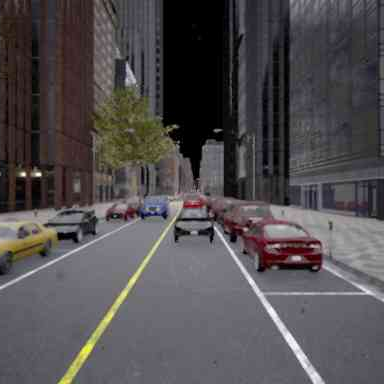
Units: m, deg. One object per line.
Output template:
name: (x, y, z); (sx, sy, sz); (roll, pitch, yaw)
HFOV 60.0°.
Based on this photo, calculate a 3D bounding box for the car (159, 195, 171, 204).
car: (-5.898, 1.534, 72.747); (2.192, 1.841, 5.009); (0, 0, 0)

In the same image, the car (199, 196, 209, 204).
car: (2.628, 1.660, 72.737); (1.967, 1.590, 4.097); (0, 0, 0)

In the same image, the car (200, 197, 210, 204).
car: (2.631, 1.739, 67.098); (1.887, 1.381, 4.507); (0, 0, 0)

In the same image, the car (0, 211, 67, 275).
car: (-5.861, 1.544, 10.541); (1.752, 1.417, 4.829); (0, 0, 0)

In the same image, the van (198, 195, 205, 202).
van: (2.617, 1.644, 89.655); (1.690, 1.788, 3.998); (0, 0, 0)

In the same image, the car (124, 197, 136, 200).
car: (-5.874, 1.386, 33.270); (2.192, 1.841, 5.009); (0, 0, 0)

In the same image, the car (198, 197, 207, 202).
car: (2.621, 1.838, 84.015); (1.947, 1.339, 4.313); (0, 0, 0)

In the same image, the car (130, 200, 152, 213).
car: (-5.877, 1.650, 38.910); (1.947, 1.339, 4.313); (0, 0, 0)

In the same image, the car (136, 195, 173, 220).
car: (-3.113, 1.281, 29.054); (2.150, 2.045, 5.566); (0, 0, 0)

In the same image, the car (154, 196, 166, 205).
car: (-5.892, 1.609, 61.467); (1.967, 1.590, 4.097); (0, 0, 0)

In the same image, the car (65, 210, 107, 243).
car: (-5.865, 1.597, 16.351); (1.947, 1.339, 4.313); (0, 0, 0)

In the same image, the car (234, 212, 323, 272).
car: (2.664, 1.564, 10.710); (1.887, 1.381, 4.507); (0, 0, 0)

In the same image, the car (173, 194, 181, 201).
car: (-3.038, 1.360, 69.550); (2.033, 1.411, 5.357); (0, 0, 0)

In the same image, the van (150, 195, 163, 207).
van: (-5.888, 1.485, 55.828); (1.690, 1.788, 3.998); (0, 0, 0)

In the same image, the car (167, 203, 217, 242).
car: (0.091, 1.524, 16.578); (2.128, 1.511, 4.902); (0, 0, 0)

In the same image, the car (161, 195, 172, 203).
car: (-5.901, 1.560, 78.386); (2.192, 1.841, 5.009); (0, 0, 0)

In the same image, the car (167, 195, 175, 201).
car: (-5.911, 1.775, 95.303); (1.967, 1.590, 4.097); (0, 0, 0)

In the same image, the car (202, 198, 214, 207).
car: (2.637, 1.726, 55.820); (1.802, 1.307, 4.206); (0, 0, 0)

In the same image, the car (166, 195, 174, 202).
car: (-5.908, 1.743, 89.665); (1.967, 1.590, 4.097); (0, 0, 0)

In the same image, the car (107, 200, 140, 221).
car: (-5.871, 1.602, 27.630); (1.887, 1.381, 4.507); (0, 0, 0)

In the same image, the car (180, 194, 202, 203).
car: (0.080, 1.307, 39.201); (2.150, 2.045, 5.566); (0, 0, 0)

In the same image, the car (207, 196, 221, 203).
car: (2.655, 1.372, 27.627); (2.192, 1.841, 5.009); (0, 0, 0)

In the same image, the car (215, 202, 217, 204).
car: (2.657, 1.610, 21.987); (1.947, 1.339, 4.313); (0, 0, 0)

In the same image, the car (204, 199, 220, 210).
car: (2.644, 1.626, 44.713); (1.752, 1.417, 4.829); (0, 0, 0)

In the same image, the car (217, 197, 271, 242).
car: (2.661, 1.346, 16.350); (2.192, 1.841, 5.009); (0, 0, 0)

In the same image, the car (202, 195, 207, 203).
car: (2.648, 1.399, 38.906); (2.192, 1.841, 5.009); (0, 0, 0)
